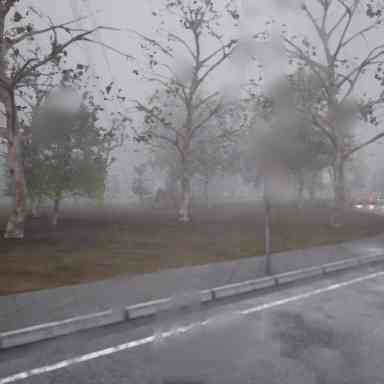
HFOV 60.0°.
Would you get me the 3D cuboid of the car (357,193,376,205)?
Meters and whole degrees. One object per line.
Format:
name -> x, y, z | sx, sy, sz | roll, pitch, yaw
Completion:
car -> 25.273, 0.916, 48.125 | 2.097, 1.767, 4.553 | 0, 1, 34
